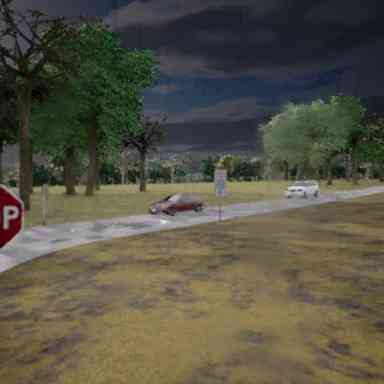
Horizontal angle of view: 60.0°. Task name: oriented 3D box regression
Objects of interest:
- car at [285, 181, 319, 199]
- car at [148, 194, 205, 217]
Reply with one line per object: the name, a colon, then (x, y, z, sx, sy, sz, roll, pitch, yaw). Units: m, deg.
car: (13.188, -0.280, 39.557, 2.150, 2.045, 5.566, 1, 3, 42)
car: (-0.991, 0.863, 23.781, 1.812, 1.442, 4.674, 1, 3, 42)
